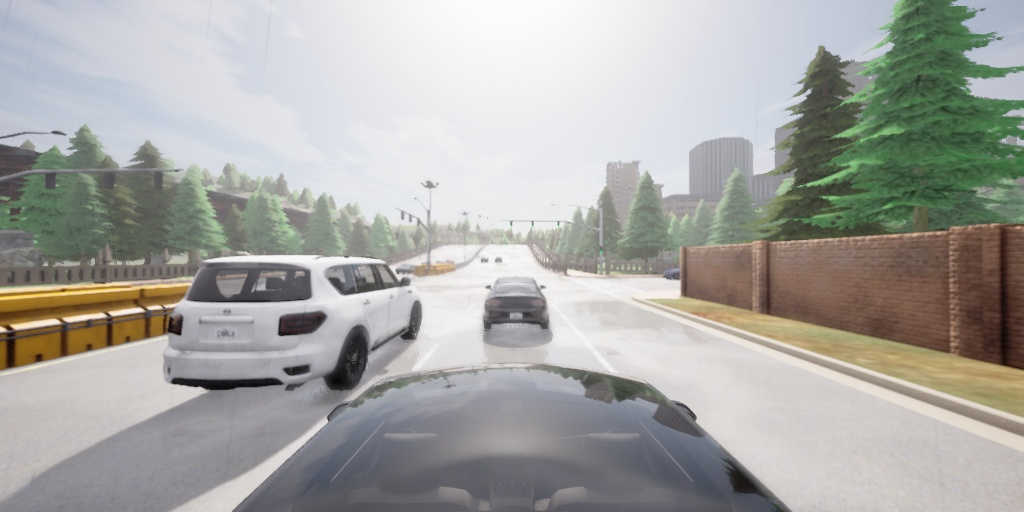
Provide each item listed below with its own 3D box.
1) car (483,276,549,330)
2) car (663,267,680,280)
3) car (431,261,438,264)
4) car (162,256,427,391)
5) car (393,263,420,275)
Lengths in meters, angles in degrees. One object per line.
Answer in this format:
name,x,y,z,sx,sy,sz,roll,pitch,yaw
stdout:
car,0.119,1.360,11.364,1.812,1.442,4.674,0,0,0
car,17.013,1.566,34.548,4.674,1.442,1.812,0,-1,0
car,-13.874,1.746,57.876,1.837,1.490,4.892,0,-1,0
car,-3.417,1.020,6.998,2.150,2.045,5.566,0,0,1
car,-13.922,1.699,47.667,2.033,1.411,5.357,0,-1,0
